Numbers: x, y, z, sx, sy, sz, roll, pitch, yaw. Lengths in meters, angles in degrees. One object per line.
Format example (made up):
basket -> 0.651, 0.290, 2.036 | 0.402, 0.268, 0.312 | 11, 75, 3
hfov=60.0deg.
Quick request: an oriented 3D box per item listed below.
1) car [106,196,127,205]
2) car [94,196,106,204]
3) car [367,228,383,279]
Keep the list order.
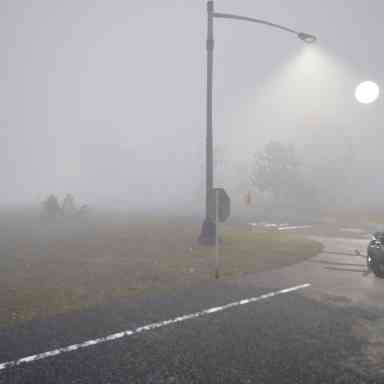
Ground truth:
car -> -12.139, 1.427, 54.642 | 1.812, 1.442, 4.674 | 0, 0, -33
car -> -16.424, 1.413, 60.928 | 1.812, 1.442, 4.674 | 0, 0, -34
car -> 6.946, 1.204, 8.855 | 5.566, 2.045, 2.150 | 0, 0, -35
